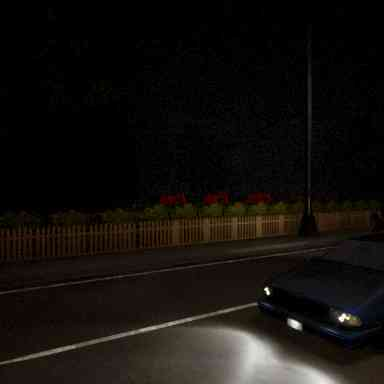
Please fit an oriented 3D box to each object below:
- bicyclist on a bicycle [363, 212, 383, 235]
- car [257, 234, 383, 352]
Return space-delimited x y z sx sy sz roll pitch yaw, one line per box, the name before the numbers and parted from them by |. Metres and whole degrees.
bicyclist on a bicycle | 5.880 1.455 10.278 0.582 1.620 1.656 0 -2 -32
car | 3.766 1.547 6.268 5.357 1.411 2.033 0 0 -32
